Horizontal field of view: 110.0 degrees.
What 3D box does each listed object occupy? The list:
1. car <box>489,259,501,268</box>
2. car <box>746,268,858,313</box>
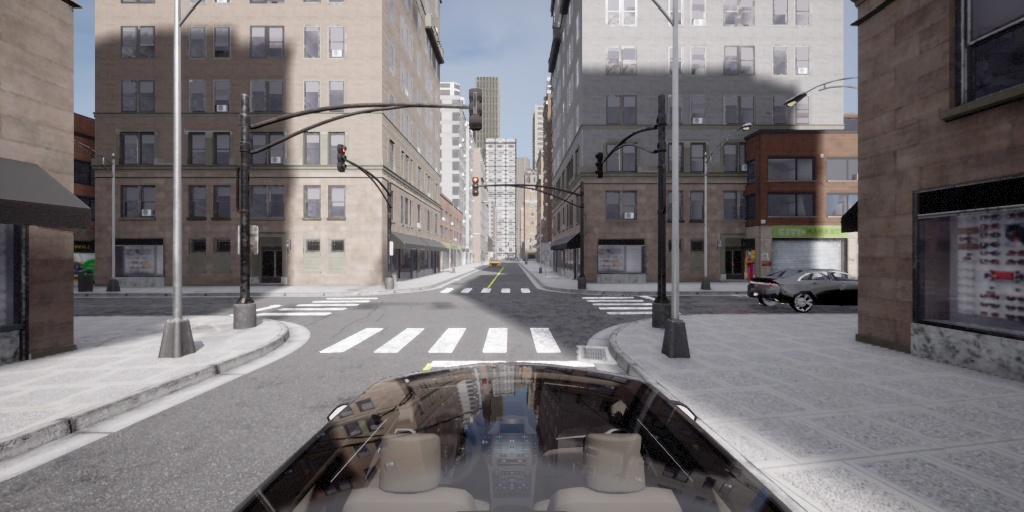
[{"bbox_3d":[-2.978,1.204,62.939,1.882,1.535,5.008,0,0,0],"label":"car"},{"bbox_3d":[11.431,1.208,13.251,4.902,1.511,2.128,0,0,0],"label":"car"}]
